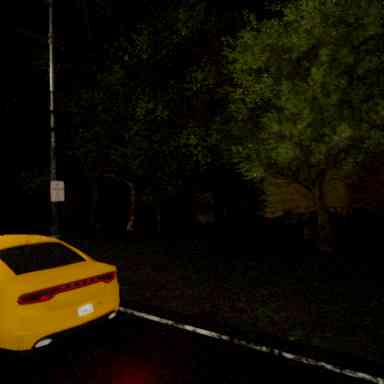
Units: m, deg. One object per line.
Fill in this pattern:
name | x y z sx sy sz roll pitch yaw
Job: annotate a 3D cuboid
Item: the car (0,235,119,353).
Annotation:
car | -3.547 1.552 6.230 5.008 1.535 1.882 0 0 36
